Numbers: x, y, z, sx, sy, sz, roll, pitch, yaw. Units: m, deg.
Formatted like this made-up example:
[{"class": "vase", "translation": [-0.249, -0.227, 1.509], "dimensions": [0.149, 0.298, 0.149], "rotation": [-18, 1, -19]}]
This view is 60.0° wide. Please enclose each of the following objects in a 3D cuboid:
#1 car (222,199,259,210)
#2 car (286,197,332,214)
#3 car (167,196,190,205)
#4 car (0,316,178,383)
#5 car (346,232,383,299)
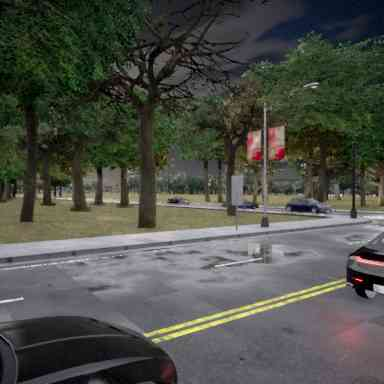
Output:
[{"class": "car", "translation": [6.130, 1.517, 42.648], "dimensions": [2.033, 1.411, 5.357], "rotation": [0, 0, -35]}, {"class": "car", "translation": [12.007, 1.334, 34.373], "dimensions": [2.097, 1.767, 4.553], "rotation": [0, 0, -35]}, {"class": "car", "translation": [-2.203, 1.448, 54.401], "dimensions": [2.128, 1.511, 4.902], "rotation": [0, 0, -35]}, {"class": "car", "translation": [-2.363, 1.478, 1.754], "dimensions": [5.008, 1.535, 1.882], "rotation": [0, 0, -36]}, {"class": "car", "translation": [5.303, 1.491, 7.221], "dimensions": [4.902, 1.511, 2.128], "rotation": [0, 0, -35]}]
